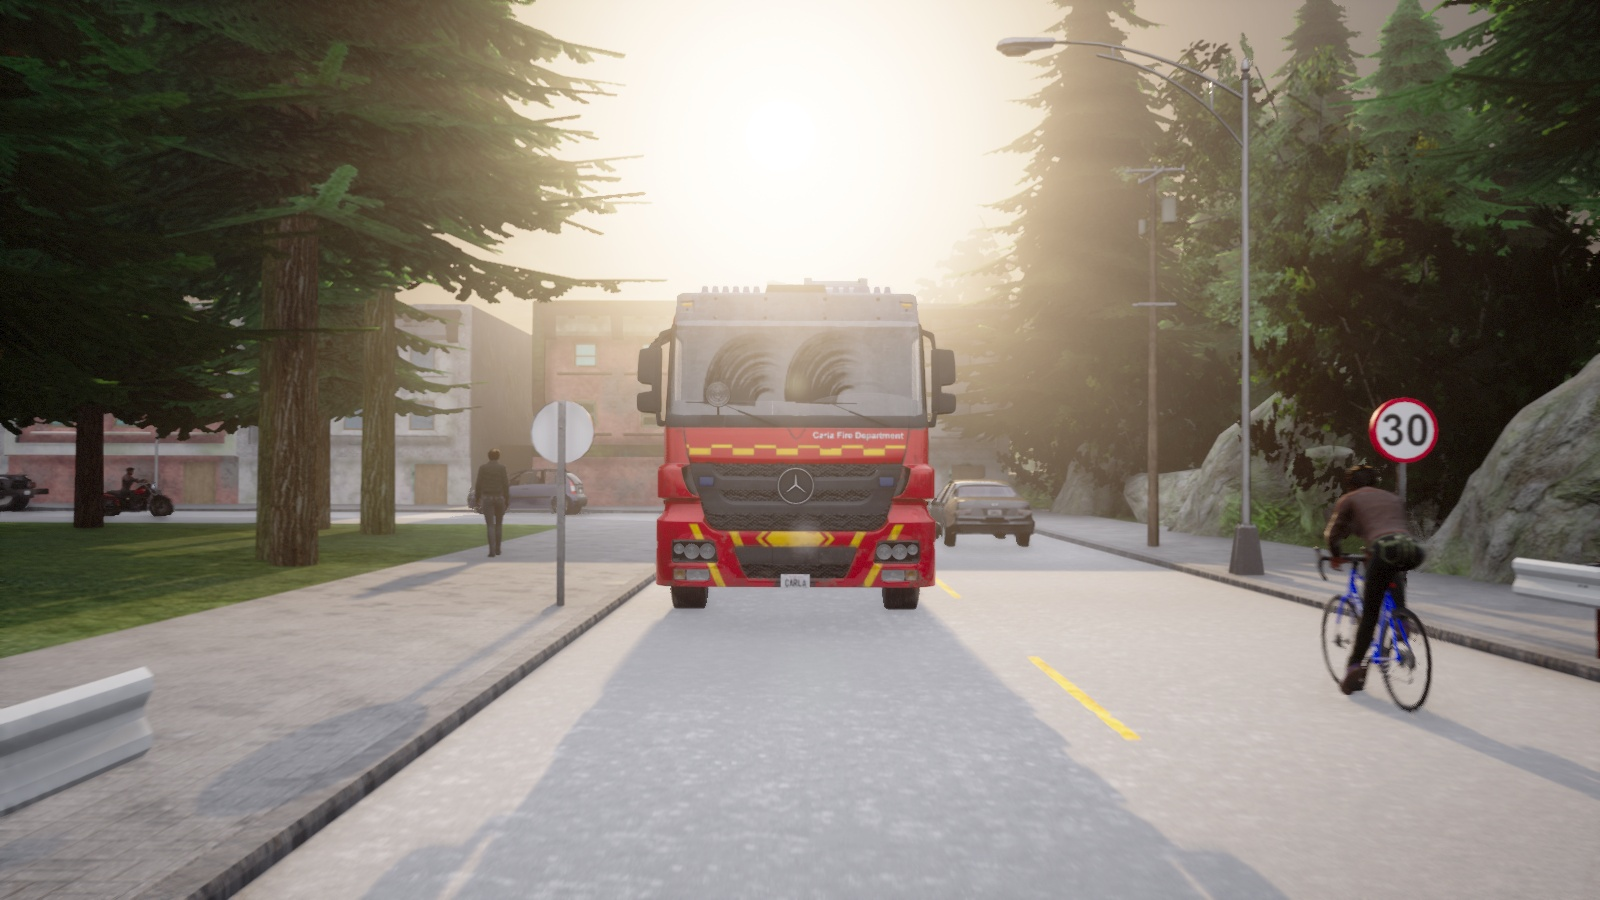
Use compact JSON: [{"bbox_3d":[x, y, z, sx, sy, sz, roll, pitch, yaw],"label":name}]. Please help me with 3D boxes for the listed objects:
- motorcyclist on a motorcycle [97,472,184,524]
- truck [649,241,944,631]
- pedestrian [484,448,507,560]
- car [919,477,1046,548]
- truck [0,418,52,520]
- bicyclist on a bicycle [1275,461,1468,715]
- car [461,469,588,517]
[{"bbox_3d":[-20.967,1.517,39.925,2.350,1.649,0.766,0,-1,0],"label":"motorcyclist on a motorcycle"},{"bbox_3d":[-0.048,-0.072,16.572,2.891,3.827,8.468,0,-1,0],"label":"truck"},{"bbox_3d":[-5.081,0.896,20.980,0.353,1.847,0.614,0,-1,-12],"label":"pedestrian"},{"bbox_3d":[3.928,1.315,27.994,2.033,1.411,5.357,0,-1,0],"label":"car"},{"bbox_3d":[-31.020,0.693,43.972,7.936,3.462,2.891,0,-1,0],"label":"truck"},{"bbox_3d":[3.972,0.900,8.865,0.582,1.620,1.656,0,-1,0],"label":"bicyclist on a bicycle"},{"bbox_3d":[-9.573,1.486,43.869,3.988,1.617,1.851,0,-1,3],"label":"car"}]
